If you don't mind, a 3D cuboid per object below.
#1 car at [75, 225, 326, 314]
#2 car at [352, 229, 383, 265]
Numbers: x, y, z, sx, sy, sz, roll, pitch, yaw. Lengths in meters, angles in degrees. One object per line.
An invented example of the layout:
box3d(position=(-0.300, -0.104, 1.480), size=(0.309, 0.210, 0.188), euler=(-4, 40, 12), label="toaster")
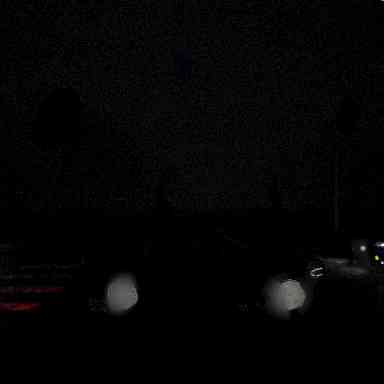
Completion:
box3d(position=(0.177, 1.459, 6.991), size=(5.008, 1.535, 1.882), euler=(0, 0, 1), label="car")
box3d(position=(7.061, 1.471, 9.825), size=(4.181, 1.385, 1.994), euler=(-1, 0, 1), label="car")
